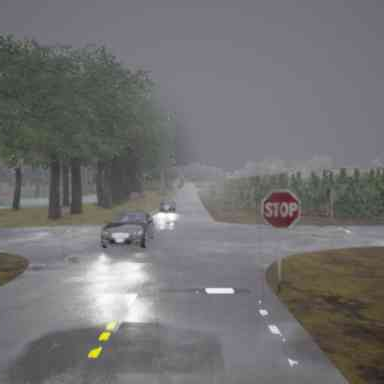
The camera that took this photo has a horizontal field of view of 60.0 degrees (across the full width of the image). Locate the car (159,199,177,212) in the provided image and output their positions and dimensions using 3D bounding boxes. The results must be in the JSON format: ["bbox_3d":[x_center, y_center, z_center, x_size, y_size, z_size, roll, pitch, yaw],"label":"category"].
[{"bbox_3d":[-2.801,1.561,39.049,2.128,1.511,4.902,0,1,0],"label":"car"}]

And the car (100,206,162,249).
[{"bbox_3d":[-2.771,1.599,15.223,2.128,1.511,4.902,0,0,0],"label":"car"}]
